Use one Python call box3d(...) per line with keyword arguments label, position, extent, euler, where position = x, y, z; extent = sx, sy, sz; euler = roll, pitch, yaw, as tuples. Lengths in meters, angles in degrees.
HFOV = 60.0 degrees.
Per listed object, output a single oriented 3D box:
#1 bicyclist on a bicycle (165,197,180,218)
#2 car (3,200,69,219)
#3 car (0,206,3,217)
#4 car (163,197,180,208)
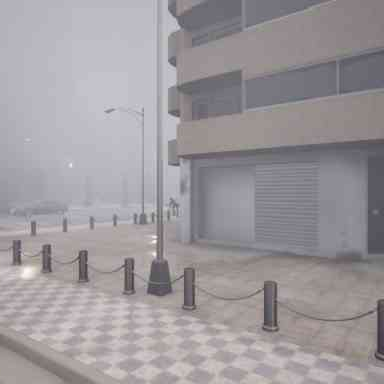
box3d(label="bicyclist on a bicycle", position=(-1.539, 1.246, 26.504), extent=(1.656, 1.620, 0.582), euler=(0, 0, 36))
box3d(label="car", position=(-13.240, 1.433, 29.076), extent=(2.128, 1.511, 4.902), euler=(0, 0, 36))
box3d(label="car", position=(-16.288, 1.545, 30.835), extent=(1.895, 1.301, 4.718), euler=(0, 0, 36))
box3d(label="car", position=(-1.565, 1.508, 45.168), extent=(1.994, 1.385, 4.181), euler=(0, 0, 36))
